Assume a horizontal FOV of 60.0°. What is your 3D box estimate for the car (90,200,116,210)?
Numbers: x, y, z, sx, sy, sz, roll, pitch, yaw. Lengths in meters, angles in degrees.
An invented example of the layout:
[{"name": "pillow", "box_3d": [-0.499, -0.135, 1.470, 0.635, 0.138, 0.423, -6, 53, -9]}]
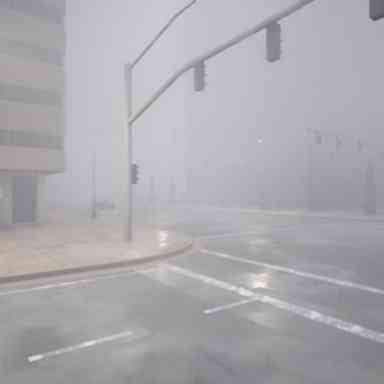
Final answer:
[{"name": "car", "box_3d": [-11.597, 1.649, 43.073, 1.895, 1.301, 4.718, 0, 0, -36]}]
